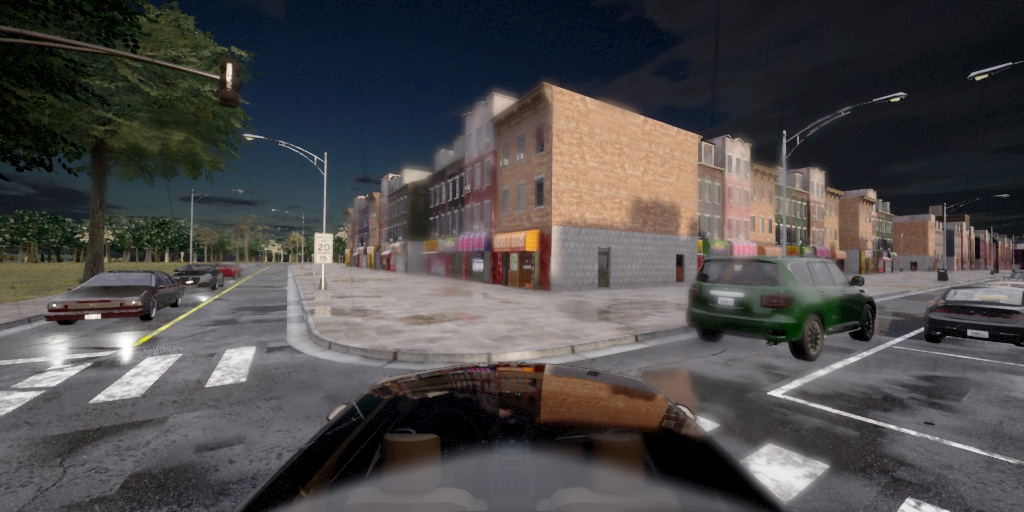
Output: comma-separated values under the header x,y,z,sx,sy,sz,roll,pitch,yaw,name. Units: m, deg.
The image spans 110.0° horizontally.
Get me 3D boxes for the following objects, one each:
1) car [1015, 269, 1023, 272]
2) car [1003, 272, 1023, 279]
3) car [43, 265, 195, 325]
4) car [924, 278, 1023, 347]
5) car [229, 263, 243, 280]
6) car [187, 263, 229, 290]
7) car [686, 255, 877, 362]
x,y,z,sx,sy,sz,roll,pitch,yaw,name
25.689,1.417,17.579,4.097,1.591,1.967,0,0,-32,car
16.248,1.392,11.594,4.829,1.417,1.751,0,0,-32,car
-12.167,1.157,11.470,2.033,1.411,5.357,1,0,-32,car
11.312,1.365,8.465,4.403,1.370,2.007,0,0,-32,car
-22.816,1.181,28.533,1.895,1.301,4.718,1,-1,-32,car
-17.450,1.148,19.929,1.994,1.385,4.181,1,-1,-32,car
6.510,1.017,8.552,5.566,2.045,2.150,1,-1,-32,car
